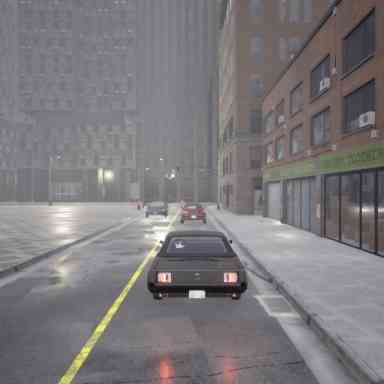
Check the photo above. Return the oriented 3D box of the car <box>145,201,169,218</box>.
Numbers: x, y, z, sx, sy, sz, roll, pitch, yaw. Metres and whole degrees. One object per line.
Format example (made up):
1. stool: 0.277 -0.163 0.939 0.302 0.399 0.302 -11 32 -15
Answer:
1. car: -3.093 1.524 30.285 1.812 1.442 4.674 0 0 0

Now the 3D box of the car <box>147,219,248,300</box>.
1. car: 0.098 1.601 8.350 1.895 1.301 4.718 0 0 0

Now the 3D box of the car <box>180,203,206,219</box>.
1. car: 0.098 1.525 24.992 1.812 1.442 4.674 0 0 0
